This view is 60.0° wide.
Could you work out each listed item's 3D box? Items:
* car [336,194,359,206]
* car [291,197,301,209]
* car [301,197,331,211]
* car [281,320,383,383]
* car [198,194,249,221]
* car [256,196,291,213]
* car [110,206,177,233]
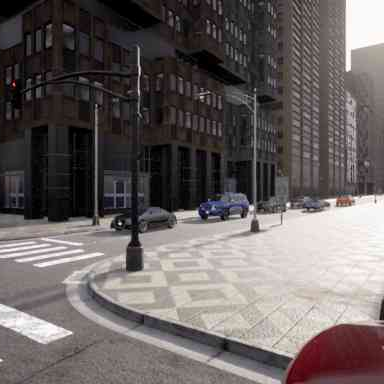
[{"bbox_3d":[24.039,1.223,51.903,2.097,1.767,4.553,0,0,35],"label":"car"},{"bbox_3d":[14.358,1.386,43.664,2.128,1.511,4.902,0,0,35],"label":"car"},{"bbox_3d":[14.707,1.458,38.671,2.033,1.411,5.357,0,0,34],"label":"car"},{"bbox_3d":[2.705,1.315,1.032,5.009,1.841,2.192,0,0,35],"label":"car"},{"bbox_3d":[2.748,1.162,27.296,2.150,2.045,5.566,0,0,35],"label":"car"},{"bbox_3d":[8.379,1.271,35.255,2.097,1.767,4.553,0,0,35],"label":"car"},{"bbox_3d":[-2.732,1.525,19.527,1.994,1.385,4.181,0,0,35],"label":"car"}]
